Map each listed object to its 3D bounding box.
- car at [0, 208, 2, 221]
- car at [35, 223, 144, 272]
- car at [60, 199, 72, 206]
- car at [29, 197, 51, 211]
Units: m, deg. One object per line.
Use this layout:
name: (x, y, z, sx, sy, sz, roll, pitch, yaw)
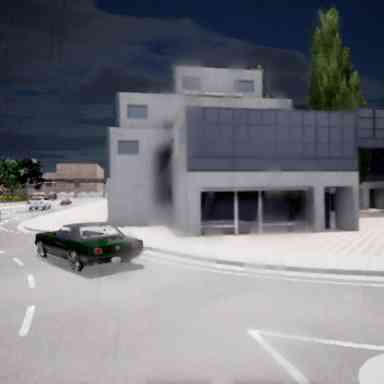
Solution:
car: (-17.620, 1.826, 28.367, 1.882, 1.535, 5.008, -1, 0, -21)
car: (-3.682, 1.696, 11.293, 1.895, 1.301, 4.718, -1, 0, -43)
car: (-27.370, 2.182, 72.389, 1.812, 1.442, 4.674, -1, 0, -11)
car: (-23.160, 1.735, 50.867, 2.150, 2.045, 5.566, -1, 0, -11)
